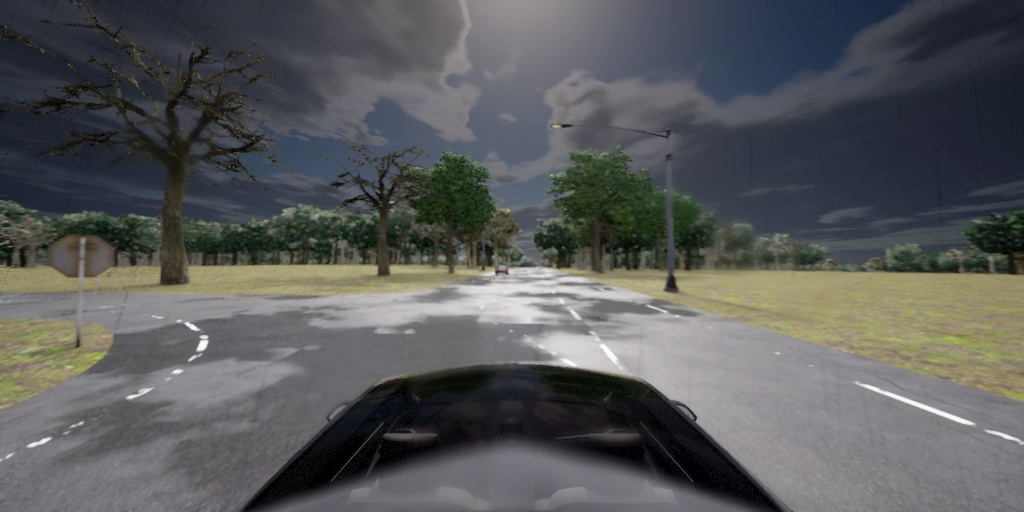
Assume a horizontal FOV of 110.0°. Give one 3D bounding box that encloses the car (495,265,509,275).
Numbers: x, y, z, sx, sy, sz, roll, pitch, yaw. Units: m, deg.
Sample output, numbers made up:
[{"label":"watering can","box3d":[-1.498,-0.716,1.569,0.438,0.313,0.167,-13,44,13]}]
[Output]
[{"label":"car","box3d":[-1.540,2.095,53.962,1.882,1.535,5.008,0,-1,2]}]
